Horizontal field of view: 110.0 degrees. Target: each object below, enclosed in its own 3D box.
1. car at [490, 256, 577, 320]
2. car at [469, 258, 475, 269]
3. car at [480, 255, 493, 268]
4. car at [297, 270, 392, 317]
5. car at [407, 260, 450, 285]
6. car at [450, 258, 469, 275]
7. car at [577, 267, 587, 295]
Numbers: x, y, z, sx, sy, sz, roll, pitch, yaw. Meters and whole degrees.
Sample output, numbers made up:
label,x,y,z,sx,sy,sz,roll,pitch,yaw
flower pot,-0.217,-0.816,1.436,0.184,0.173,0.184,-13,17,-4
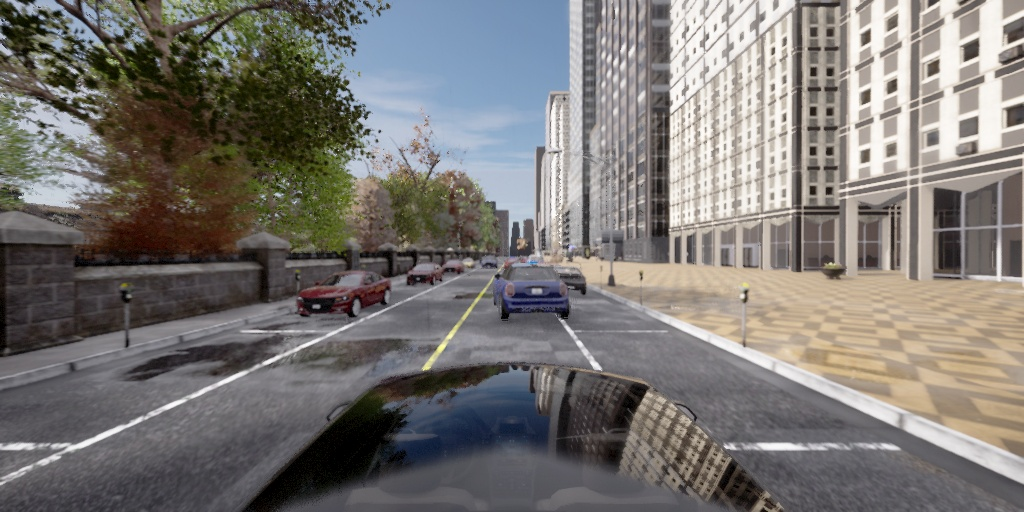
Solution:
label,x,y,z,sx,sy,sz,roll,pitch,yaw
car,0.500,1.019,12.483,2.097,1.767,4.553,0,0,-6
car,-5.693,0.946,46.312,1.751,1.417,4.829,0,0,0
car,-3.030,0.755,49.084,2.097,1.767,4.553,0,0,0
car,-5.693,1.211,12.690,1.888,1.381,4.507,0,0,0
car,-5.693,1.125,23.954,1.888,1.381,4.507,0,0,0
car,-5.693,1.044,35.218,1.888,1.381,4.507,0,0,0
car,2.688,1.173,18.322,2.007,1.370,4.403,0,0,0
